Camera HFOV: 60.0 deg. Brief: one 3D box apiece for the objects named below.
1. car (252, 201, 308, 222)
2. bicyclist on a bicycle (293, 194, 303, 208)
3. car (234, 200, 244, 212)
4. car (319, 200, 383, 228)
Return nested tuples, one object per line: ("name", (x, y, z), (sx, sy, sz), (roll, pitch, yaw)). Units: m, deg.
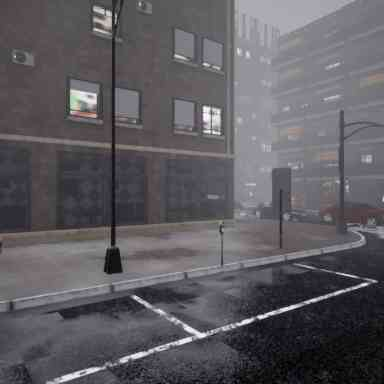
("car", (6.302, 1.342, 24.208), (2.008, 1.369, 4.403), (1, 0, -36))
("bicyclist on a bicycle", (11.563, 1.011, 36.223), (1.656, 1.620, 0.582), (0, 1, -36))
("car", (3.062, 1.019, 33.053), (2.097, 1.767, 4.553), (0, 1, -36))
("car", (10.784, 1.346, 21.804), (1.882, 1.535, 5.008), (0, 1, -31))
